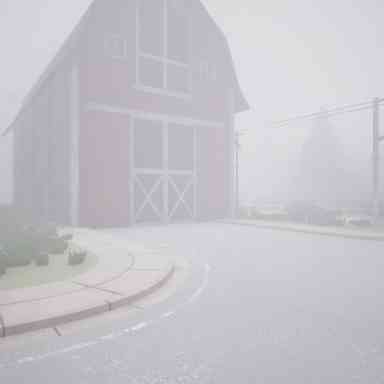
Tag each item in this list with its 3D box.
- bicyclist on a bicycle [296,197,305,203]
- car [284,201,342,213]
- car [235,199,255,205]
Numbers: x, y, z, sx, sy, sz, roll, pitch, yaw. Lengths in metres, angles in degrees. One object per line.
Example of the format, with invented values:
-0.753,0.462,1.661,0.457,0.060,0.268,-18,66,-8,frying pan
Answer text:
13.275,1.322,40.233,1.656,1.620,0.582,46,-25,-24,bicyclist on a bicycle
10.951,1.574,30.610,2.033,1.411,5.357,0,0,-35,car
5.520,1.552,38.492,1.812,1.442,4.674,0,0,-34,car
